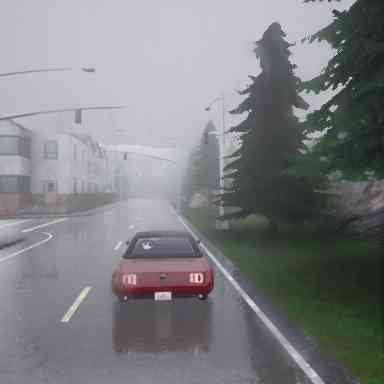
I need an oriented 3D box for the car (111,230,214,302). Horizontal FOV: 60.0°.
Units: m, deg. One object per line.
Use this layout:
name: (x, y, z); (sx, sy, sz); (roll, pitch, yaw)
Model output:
car: (-0.706, 1.600, 8.250); (1.895, 1.301, 4.718); (0, 0, -5)
